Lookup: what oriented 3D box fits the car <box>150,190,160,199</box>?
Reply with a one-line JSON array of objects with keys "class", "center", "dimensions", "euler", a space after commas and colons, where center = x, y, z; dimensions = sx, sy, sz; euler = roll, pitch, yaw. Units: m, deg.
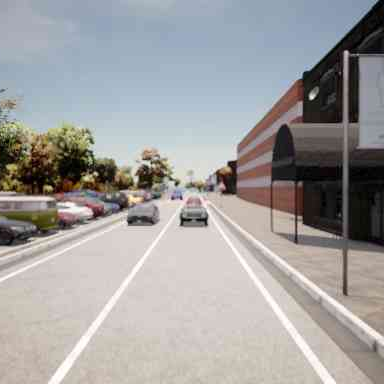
[{"class": "car", "center": [-9.132, 0.810, 65.520], "dimensions": [5.008, 1.535, 2.097], "euler": [0, 1, 0]}]

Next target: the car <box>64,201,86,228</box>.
[{"class": "car", "center": [-9.294, 1.500, 20.306], "dimensions": [4.674, 1.452, 2.002], "euler": [0, 1, 0]}]

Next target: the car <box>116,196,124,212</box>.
[{"class": "car", "center": [-9.255, 1.342, 31.616], "dimensions": [4.674, 1.452, 2.002], "euler": [0, 1, 0]}]

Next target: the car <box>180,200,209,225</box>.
[{"class": "car", "center": [0.140, 1.518, 23.368], "dimensions": [1.895, 1.301, 4.718], "euler": [0, 1, 0]}]

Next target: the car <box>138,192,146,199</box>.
[{"class": "car", "center": [-9.029, 1.136, 42.917], "dimensions": [5.366, 1.575, 1.946], "euler": [0, 1, 0]}]

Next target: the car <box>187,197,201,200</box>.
[{"class": "car", "center": [0.255, 1.258, 42.296], "dimensions": [1.994, 1.385, 4.181], "euler": [0, 1, 0]}]

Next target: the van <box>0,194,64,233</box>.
[{"class": "van", "center": [-9.418, 1.249, 17.347], "dimensions": [4.442, 1.987, 1.878], "euler": [0, 0, 0]}]

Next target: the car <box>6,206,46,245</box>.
[{"class": "car", "center": [-9.313, 1.510, 14.641], "dimensions": [4.674, 1.452, 2.002], "euler": [0, 0, 0]}]

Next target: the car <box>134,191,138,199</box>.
[{"class": "car", "center": [-9.255, 1.054, 40.090], "dimensions": [4.553, 1.767, 2.185], "euler": [0, 1, 0]}]

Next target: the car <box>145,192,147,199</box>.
[{"class": "car", "center": [-9.390, 1.095, 45.744], "dimensions": [5.366, 1.575, 1.946], "euler": [0, 1, 0]}]

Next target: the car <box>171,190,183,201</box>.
[{"class": "car", "center": [-2.884, 0.622, 64.734], "dimensions": [2.150, 2.045, 5.566], "euler": [0, 1, 1]}]

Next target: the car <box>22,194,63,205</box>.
[{"class": "car", "center": [-21.768, 1.059, 48.414], "dimensions": [5.008, 1.535, 2.097], "euler": [0, 1, 0]}]

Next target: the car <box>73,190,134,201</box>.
[{"class": "car", "center": [-9.271, 1.010, 34.437], "dimensions": [5.566, 2.045, 2.435], "euler": [0, 1, 0]}]

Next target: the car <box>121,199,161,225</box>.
[{"class": "car", "center": [-3.310, 1.462, 23.622], "dimensions": [2.033, 1.411, 5.357], "euler": [0, 0, 0]}]

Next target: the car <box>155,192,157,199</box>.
[{"class": "car", "center": [-9.154, 0.934, 59.871], "dimensions": [4.674, 1.452, 2.002], "euler": [0, 1, 0]}]

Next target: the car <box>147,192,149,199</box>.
[{"class": "car", "center": [-9.192, 1.097, 48.569], "dimensions": [4.674, 1.452, 2.002], "euler": [0, 1, 0]}]

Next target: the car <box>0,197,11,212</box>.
[{"class": "car", "center": [-21.819, 1.262, 34.422], "dimensions": [4.892, 1.521, 2.231], "euler": [0, 1, 0]}]

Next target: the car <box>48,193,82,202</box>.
[{"class": "car", "center": [-21.730, 0.935, 57.008], "dimensions": [5.008, 1.535, 2.097], "euler": [0, 1, 0]}]

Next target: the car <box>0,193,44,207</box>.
[{"class": "car", "center": [-21.814, 1.015, 42.766], "dimensions": [4.553, 1.767, 2.185], "euler": [0, 1, 0]}]

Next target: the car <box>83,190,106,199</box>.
[{"class": "car", "center": [-21.619, 0.543, 73.955], "dimensions": [4.553, 1.767, 2.185], "euler": [0, 0, 0]}]

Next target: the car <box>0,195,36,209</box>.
[{"class": "car", "center": [-21.798, 1.181, 39.944], "dimensions": [5.008, 1.535, 2.097], "euler": [0, 1, 0]}]

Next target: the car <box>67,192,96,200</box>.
[{"class": "car", "center": [-21.717, 0.811, 65.478], "dimensions": [4.892, 1.521, 2.231], "euler": [0, 1, 0]}]

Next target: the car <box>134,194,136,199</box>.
[{"class": "car", "center": [-9.419, 1.217, 37.267], "dimensions": [5.366, 1.575, 1.946], "euler": [0, 1, 0]}]

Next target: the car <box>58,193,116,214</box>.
[{"class": "car", "center": [-9.294, 1.217, 28.789], "dimensions": [4.553, 1.767, 2.185], "euler": [0, 1, 0]}]

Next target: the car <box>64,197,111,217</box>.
[{"class": "car", "center": [-9.266, 1.383, 25.965], "dimensions": [5.008, 1.535, 2.097], "euler": [0, 1, 0]}]

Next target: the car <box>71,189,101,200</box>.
[{"class": "car", "center": [-21.673, 0.517, 68.174], "dimensions": [5.566, 2.045, 2.435], "euler": [0, 1, 0]}]

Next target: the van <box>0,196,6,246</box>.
[{"class": "van", "center": [-9.437, 1.235, 11.817], "dimensions": [4.442, 1.987, 1.878], "euler": [0, 0, 0]}]

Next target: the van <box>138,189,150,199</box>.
[{"class": "van", "center": [-9.302, 0.791, 51.391], "dimensions": [4.442, 1.987, 1.878], "euler": [0, 1, 0]}]

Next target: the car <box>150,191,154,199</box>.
[{"class": "car", "center": [-9.147, 1.005, 54.219], "dimensions": [4.792, 1.488, 2.163], "euler": [0, 1, 0]}]

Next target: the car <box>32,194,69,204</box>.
[{"class": "car", "center": [-21.783, 1.046, 51.362], "dimensions": [4.792, 1.488, 2.163], "euler": [0, 1, 0]}]

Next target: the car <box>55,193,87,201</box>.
[{"class": "car", "center": [-21.721, 0.895, 59.832], "dimensions": [4.892, 1.521, 2.231], "euler": [0, 1, 0]}]

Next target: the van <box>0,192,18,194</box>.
[{"class": "van", "center": [-21.918, 0.994, 37.245], "dimensions": [4.442, 1.987, 1.878], "euler": [0, 1, 0]}]

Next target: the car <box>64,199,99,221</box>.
[{"class": "car", "center": [-9.279, 1.464, 23.140], "dimensions": [4.674, 1.452, 2.002], "euler": [0, 1, 0]}]

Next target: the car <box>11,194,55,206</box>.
[{"class": "car", "center": [-21.768, 1.100, 45.591], "dimensions": [5.008, 1.535, 2.097], "euler": [0, 1, 0]}]

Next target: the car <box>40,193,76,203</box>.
[{"class": "car", "center": [-21.740, 0.976, 54.185], "dimensions": [5.008, 1.535, 2.097], "euler": [0, 1, 0]}]
